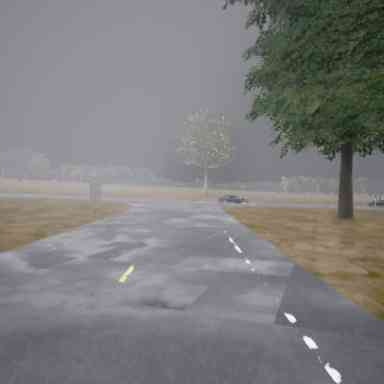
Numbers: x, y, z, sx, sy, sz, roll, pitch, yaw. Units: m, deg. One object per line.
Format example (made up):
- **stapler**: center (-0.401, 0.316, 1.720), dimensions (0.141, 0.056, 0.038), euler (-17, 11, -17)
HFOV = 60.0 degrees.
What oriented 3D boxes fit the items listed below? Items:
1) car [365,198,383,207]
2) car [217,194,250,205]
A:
- **car**: center (31.590, 1.836, 55.596), dimensions (4.892, 1.490, 1.837), euler (-1, 1, 1)
- **car**: center (6.139, 1.092, 49.138), dimensions (4.892, 1.490, 1.837), euler (2, 1, 1)
